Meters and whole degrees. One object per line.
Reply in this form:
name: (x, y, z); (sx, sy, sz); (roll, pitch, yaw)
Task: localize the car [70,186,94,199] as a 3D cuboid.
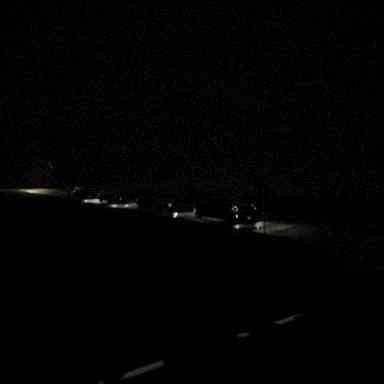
car: (-14.754, 0.189, 45.563); (1.895, 1.301, 4.718); (-3, 4, -35)

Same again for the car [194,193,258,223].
car: (2.092, 0.896, 21.620); (2.097, 1.767, 4.553); (-3, 4, -35)

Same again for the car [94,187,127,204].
car: (-8.990, 0.412, 37.329); (1.837, 1.490, 4.892); (-3, 4, -35)

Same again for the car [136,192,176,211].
car: (-3.221, 0.729, 29.140); (2.128, 1.511, 4.902); (-3, 4, -35)

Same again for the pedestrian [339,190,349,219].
pedestrian: (9.658, 0.772, 21.232); (0.375, 1.860, 0.375); (-1, 1, -35)

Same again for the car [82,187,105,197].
car: (-15.137, -0.093, 51.133); (1.895, 1.301, 4.718); (-3, 4, -35)

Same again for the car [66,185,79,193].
car: (-21.016, -0.501, 59.453); (2.128, 1.511, 4.902); (-3, 4, -35)
